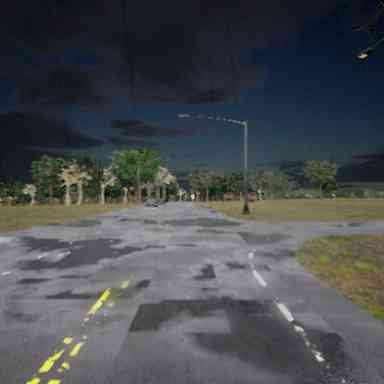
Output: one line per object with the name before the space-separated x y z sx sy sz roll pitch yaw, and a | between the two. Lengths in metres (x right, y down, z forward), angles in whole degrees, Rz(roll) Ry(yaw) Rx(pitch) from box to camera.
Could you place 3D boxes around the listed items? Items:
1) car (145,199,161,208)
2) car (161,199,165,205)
car | -6.926 1.912 57.039 1.837 1.490 4.892 0 0 0
car | -6.889 2.134 72.249 2.033 1.411 5.357 0 -1 0
